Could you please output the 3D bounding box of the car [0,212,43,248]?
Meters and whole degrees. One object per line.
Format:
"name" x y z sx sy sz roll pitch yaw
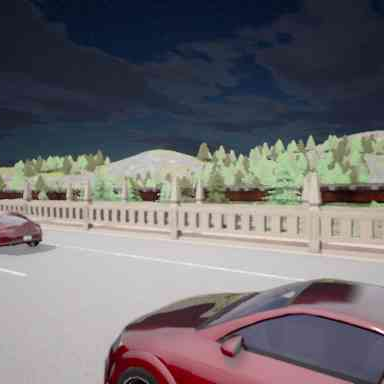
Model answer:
"car" -7.932 1.527 13.475 4.674 1.442 1.812 0 0 34

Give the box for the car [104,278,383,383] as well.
"car" 1.138 1.551 3.011 4.181 1.385 1.994 0 0 35
